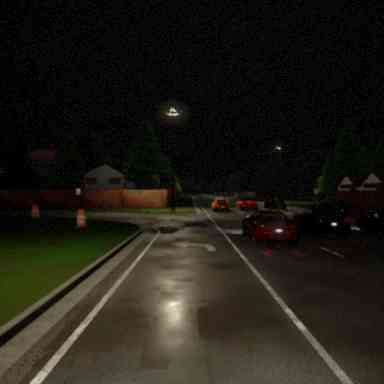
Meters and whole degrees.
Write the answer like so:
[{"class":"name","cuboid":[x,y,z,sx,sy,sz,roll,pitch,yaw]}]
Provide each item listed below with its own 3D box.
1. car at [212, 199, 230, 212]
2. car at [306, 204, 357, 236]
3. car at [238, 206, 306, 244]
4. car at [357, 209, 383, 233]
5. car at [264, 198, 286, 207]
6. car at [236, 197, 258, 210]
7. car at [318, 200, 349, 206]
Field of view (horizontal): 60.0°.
[{"class":"car","cuboid":[3.428,1.532,39.943,1.882,1.535,5.008,0,0,0]},{"class":"car","cuboid":[7.082,1.590,18.600,1.994,1.385,4.181,0,0,0]},{"class":"car","cuboid":[3.603,1.586,15.818,1.994,1.385,4.181,0,0,0]},{"class":"car","cuboid":[10.593,1.571,17.168,2.033,1.411,5.357,0,0,0]},{"class":"car","cuboid":[10.414,1.549,41.949,2.128,1.511,4.902,0,0,0]},{"class":"car","cuboid":[6.912,1.410,42.130,2.097,1.767,4.553,0,0,0]},{"class":"car","cuboid":[13.976,1.538,33.411,2.128,1.511,4.902,0,0,0]}]
